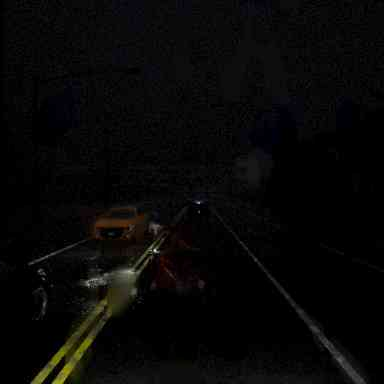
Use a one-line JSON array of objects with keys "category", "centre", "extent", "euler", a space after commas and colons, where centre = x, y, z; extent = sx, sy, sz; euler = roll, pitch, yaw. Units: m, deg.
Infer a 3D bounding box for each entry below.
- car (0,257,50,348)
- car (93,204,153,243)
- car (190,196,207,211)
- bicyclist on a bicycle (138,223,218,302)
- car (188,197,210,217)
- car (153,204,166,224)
[{"category": "car", "centre": [-3.544, 1.564, 4.259], "extent": [1.994, 1.385, 4.181], "euler": [0, 0, 1]}, {"category": "car", "centre": [-3.318, 1.477, 16.285], "extent": [1.882, 1.535, 5.008], "euler": [0, 0, 1]}, {"category": "car", "centre": [0.827, 1.352, 41.765], "extent": [2.097, 1.767, 4.553], "euler": [0, 0, 1]}, {"category": "bicyclist on a bicycle", "centre": [-0.309, 1.455, 6.813], "extent": [1.656, 1.620, 0.582], "euler": [-2, 0, 1]}, {"category": "car", "centre": [0.642, 1.492, 30.952], "extent": [2.128, 1.511, 4.902], "euler": [0, 0, 1]}, {"category": "car", "centre": [-3.069, 1.565, 24.866], "extent": [1.994, 1.385, 4.181], "euler": [0, 0, 1]}]
